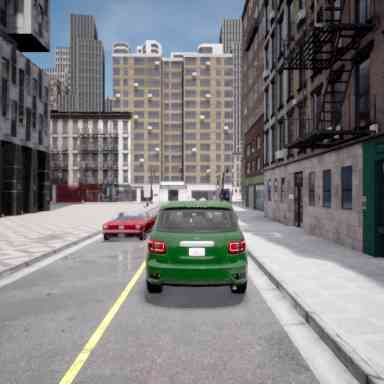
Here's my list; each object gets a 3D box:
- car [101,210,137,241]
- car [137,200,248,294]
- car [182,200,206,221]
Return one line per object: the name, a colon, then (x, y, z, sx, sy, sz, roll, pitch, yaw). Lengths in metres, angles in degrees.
car: (-3.054, 1.595, 16.637, 1.895, 1.301, 4.718, 0, 0, 0)
car: (0.118, 1.220, 8.955, 2.150, 2.045, 5.566, 0, 0, 1)
car: (0.178, 1.488, 28.135, 1.837, 1.490, 4.892, 0, 0, 0)
